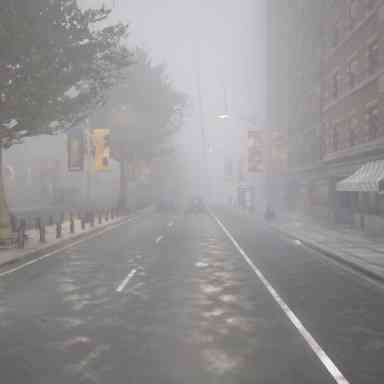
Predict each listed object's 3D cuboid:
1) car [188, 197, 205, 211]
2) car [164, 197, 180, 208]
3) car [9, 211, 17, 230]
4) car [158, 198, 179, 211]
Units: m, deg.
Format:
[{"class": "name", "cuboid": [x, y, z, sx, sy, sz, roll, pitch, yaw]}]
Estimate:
[{"class": "car", "cuboid": [0.532, 1.601, 39.787, 1.895, 1.301, 4.718, 0, 0, 1]}, {"class": "car", "cuboid": [-2.953, 1.547, 49.672, 2.033, 1.411, 5.357, 0, 0, 1]}, {"class": "car", "cuboid": [-11.365, 1.525, 18.013, 1.812, 1.442, 4.674, 0, 0, 1]}, {"class": "car", "cuboid": [-2.977, 1.478, 39.862, 1.882, 1.535, 5.008, 0, 0, 1]}]
